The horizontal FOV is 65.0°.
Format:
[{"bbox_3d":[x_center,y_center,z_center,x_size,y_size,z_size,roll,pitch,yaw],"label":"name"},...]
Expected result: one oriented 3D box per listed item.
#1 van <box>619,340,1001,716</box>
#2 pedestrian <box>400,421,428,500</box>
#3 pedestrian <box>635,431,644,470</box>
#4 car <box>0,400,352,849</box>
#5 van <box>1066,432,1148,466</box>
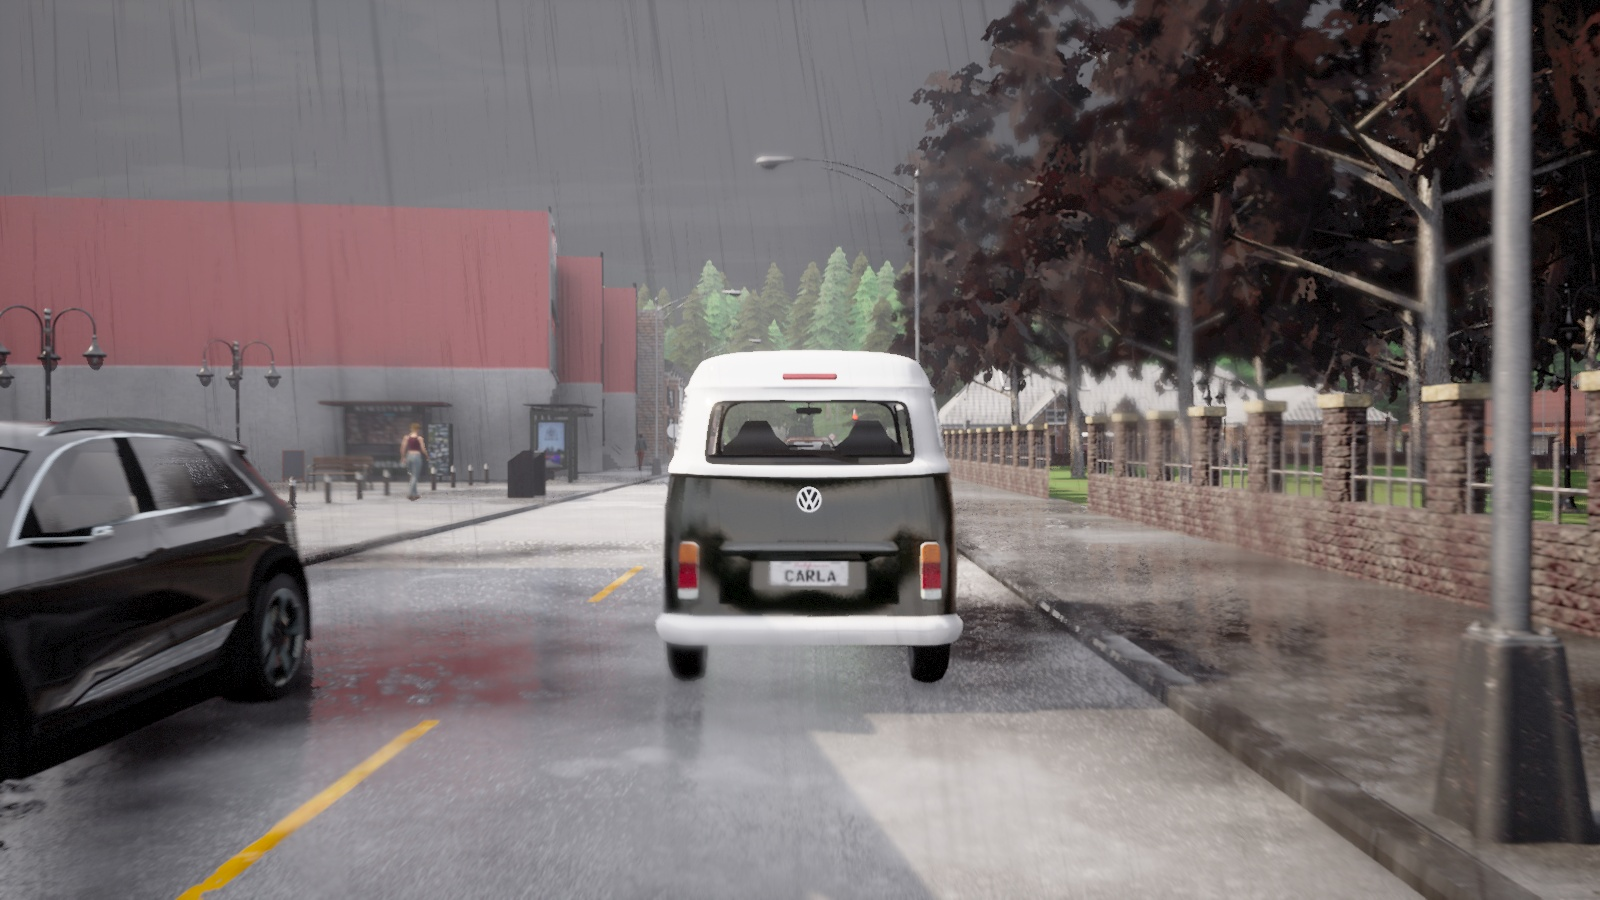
[{"bbox_3d":[0.067,0.406,9.040,2.069,2.038,4.480,0,0,0],"label":"van"},{"bbox_3d":[-9.086,0.240,29.571,0.345,1.836,0.594,0,0,16],"label":"pedestrian"},{"bbox_3d":[-7.724,0.022,60.531,0.353,1.847,0.614,0,0,-2],"label":"pedestrian"},{"bbox_3d":[-3.952,0.632,5.758,2.033,1.649,4.856,0,0,0],"label":"car"},{"bbox_3d":[18.776,-0.058,76.889,4.480,2.038,2.069,0,0,-1],"label":"van"}]
